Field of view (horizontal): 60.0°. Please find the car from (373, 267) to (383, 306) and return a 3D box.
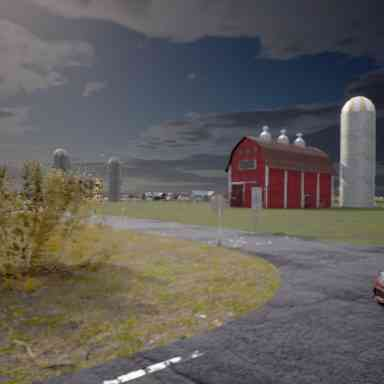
[{"bbox_3d":[5.727,1.642,7.027,4.674,1.442,1.812,1,-1,-35],"label":"car"}]
